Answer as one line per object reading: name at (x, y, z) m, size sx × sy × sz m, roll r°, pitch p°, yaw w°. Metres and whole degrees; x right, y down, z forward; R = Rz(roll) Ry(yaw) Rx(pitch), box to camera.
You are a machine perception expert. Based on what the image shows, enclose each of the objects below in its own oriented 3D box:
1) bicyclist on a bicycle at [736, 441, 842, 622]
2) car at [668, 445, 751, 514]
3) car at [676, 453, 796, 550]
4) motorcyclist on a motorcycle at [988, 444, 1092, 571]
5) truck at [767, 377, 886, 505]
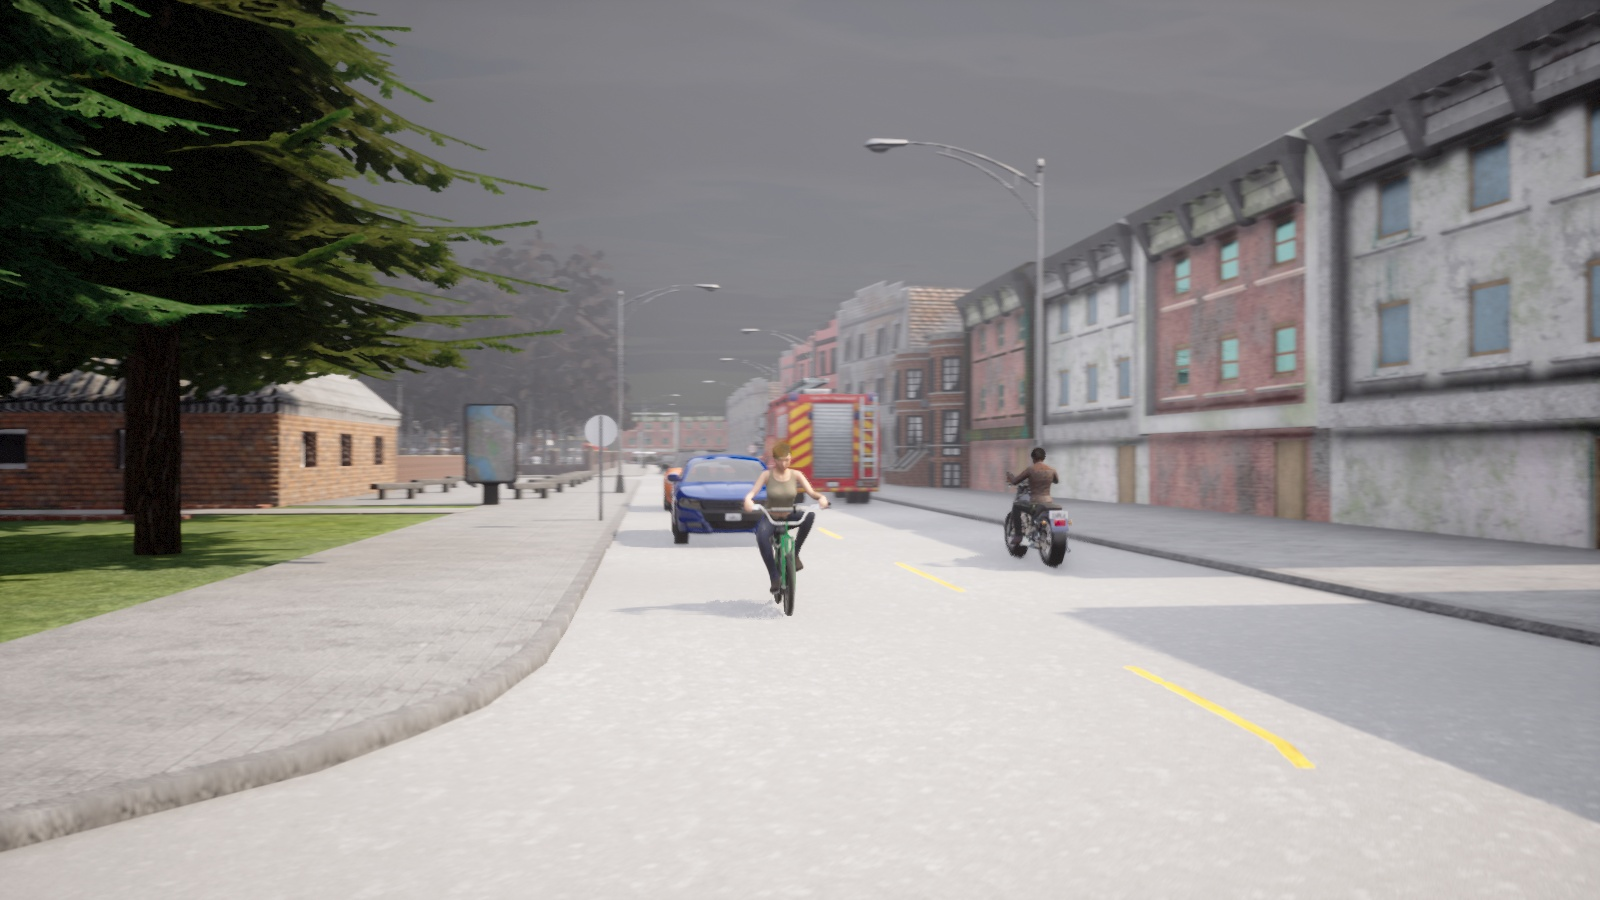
bicyclist on a bicycle at (-0.134, 0.733, 12.024) m, size 0.866 × 1.612 × 1.509 m, roll 0°, pitch 0°, yaw -6°
car at (-2.566, 0.763, 34.645) m, size 2.097 × 1.767 × 4.553 m, roll 0°, pitch 0°, yaw -6°
car at (-1.267, 0.825, 22.567) m, size 1.882 × 1.535 × 5.008 m, roll 0°, pitch 0°, yaw -6°
motorcyclist on a motorcycle at (3.303, 0.759, 17.534) m, size 0.766 × 1.649 × 2.350 m, roll 0°, pitch 0°, yaw -6°
truck at (0.683, -0.242, 41.809) m, size 2.891 × 3.827 × 8.468 m, roll 0°, pitch 0°, yaw -6°
